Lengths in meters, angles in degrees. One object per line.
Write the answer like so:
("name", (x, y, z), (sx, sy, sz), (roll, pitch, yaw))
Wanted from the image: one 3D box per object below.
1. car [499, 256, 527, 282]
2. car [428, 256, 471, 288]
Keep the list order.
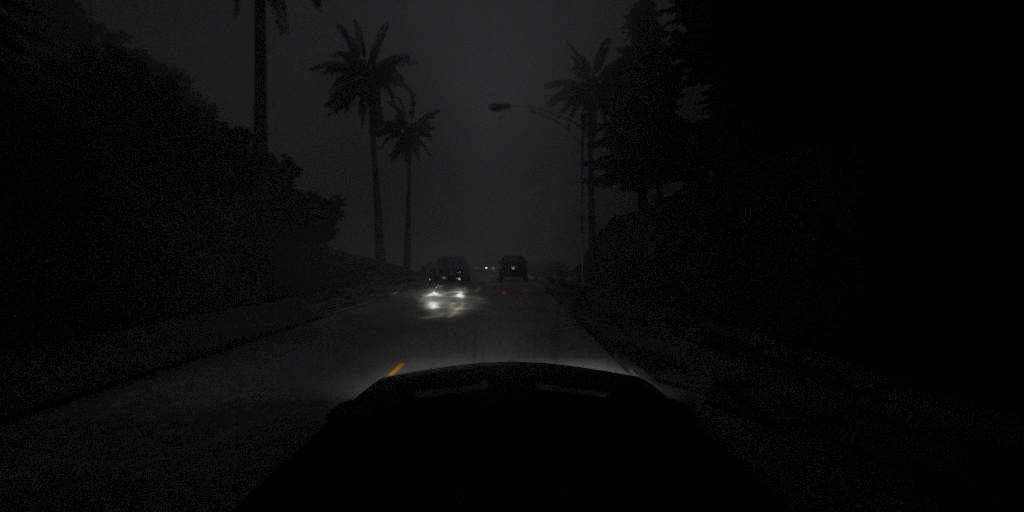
("car", (0.088, 0.983, 29.566), (2.150, 2.045, 5.566), (0, 0, 0))
("car", (-4.102, 0.982, 24.410), (2.150, 2.045, 5.566), (0, 0, 0))
